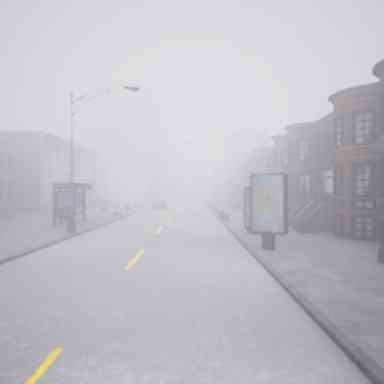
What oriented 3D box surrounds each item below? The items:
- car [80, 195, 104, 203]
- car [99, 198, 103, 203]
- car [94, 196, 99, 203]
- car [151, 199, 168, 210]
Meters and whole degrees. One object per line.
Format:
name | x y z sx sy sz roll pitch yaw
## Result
car | -19.443 1.424 64.760 4.193 1.474 1.816 0 0 10
car | -19.300 1.355 61.809 4.611 1.667 2.242 0 0 10
car | -19.066 1.250 58.707 3.866 1.878 1.905 0 0 10
car | -4.060 1.554 42.867 2.033 1.411 5.357 0 0 0
